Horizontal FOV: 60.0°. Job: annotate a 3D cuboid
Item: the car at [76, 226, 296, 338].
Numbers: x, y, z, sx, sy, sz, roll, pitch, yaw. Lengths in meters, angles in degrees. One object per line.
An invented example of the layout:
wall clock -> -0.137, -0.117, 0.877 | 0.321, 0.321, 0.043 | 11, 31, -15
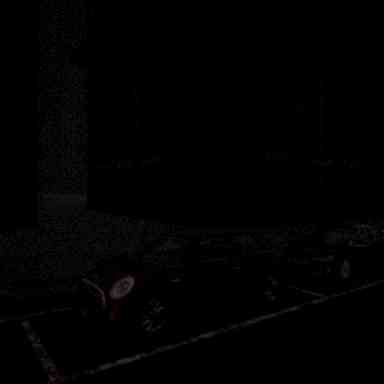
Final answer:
car -> -0.113, 1.469, 6.577 | 4.097, 1.590, 1.967 | 1, -1, -36

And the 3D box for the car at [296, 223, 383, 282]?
car -> 4.499, 1.628, 9.873 | 4.403, 1.369, 2.008 | 1, -1, -36
